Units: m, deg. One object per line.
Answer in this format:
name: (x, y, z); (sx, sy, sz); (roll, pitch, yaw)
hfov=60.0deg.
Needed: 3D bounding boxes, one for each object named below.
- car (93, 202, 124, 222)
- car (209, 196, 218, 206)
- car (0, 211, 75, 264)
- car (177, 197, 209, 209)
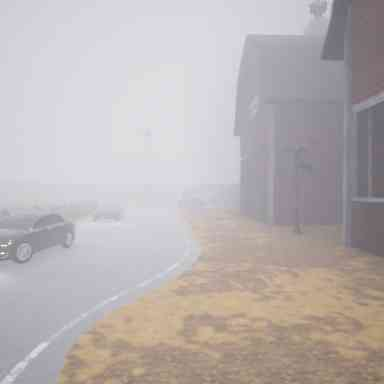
car: (-6.501, 1.501, 26.241); (1.812, 1.442, 4.674); (0, 0, -5)
car: (2.876, 1.515, 55.333); (1.837, 1.490, 4.892); (0, 0, -16)
car: (-5.988, 1.497, 12.071); (1.837, 1.490, 4.892); (0, 0, 6)
car: (-0.042, 1.504, 45.756); (1.837, 1.490, 4.892); (0, 0, 35)
